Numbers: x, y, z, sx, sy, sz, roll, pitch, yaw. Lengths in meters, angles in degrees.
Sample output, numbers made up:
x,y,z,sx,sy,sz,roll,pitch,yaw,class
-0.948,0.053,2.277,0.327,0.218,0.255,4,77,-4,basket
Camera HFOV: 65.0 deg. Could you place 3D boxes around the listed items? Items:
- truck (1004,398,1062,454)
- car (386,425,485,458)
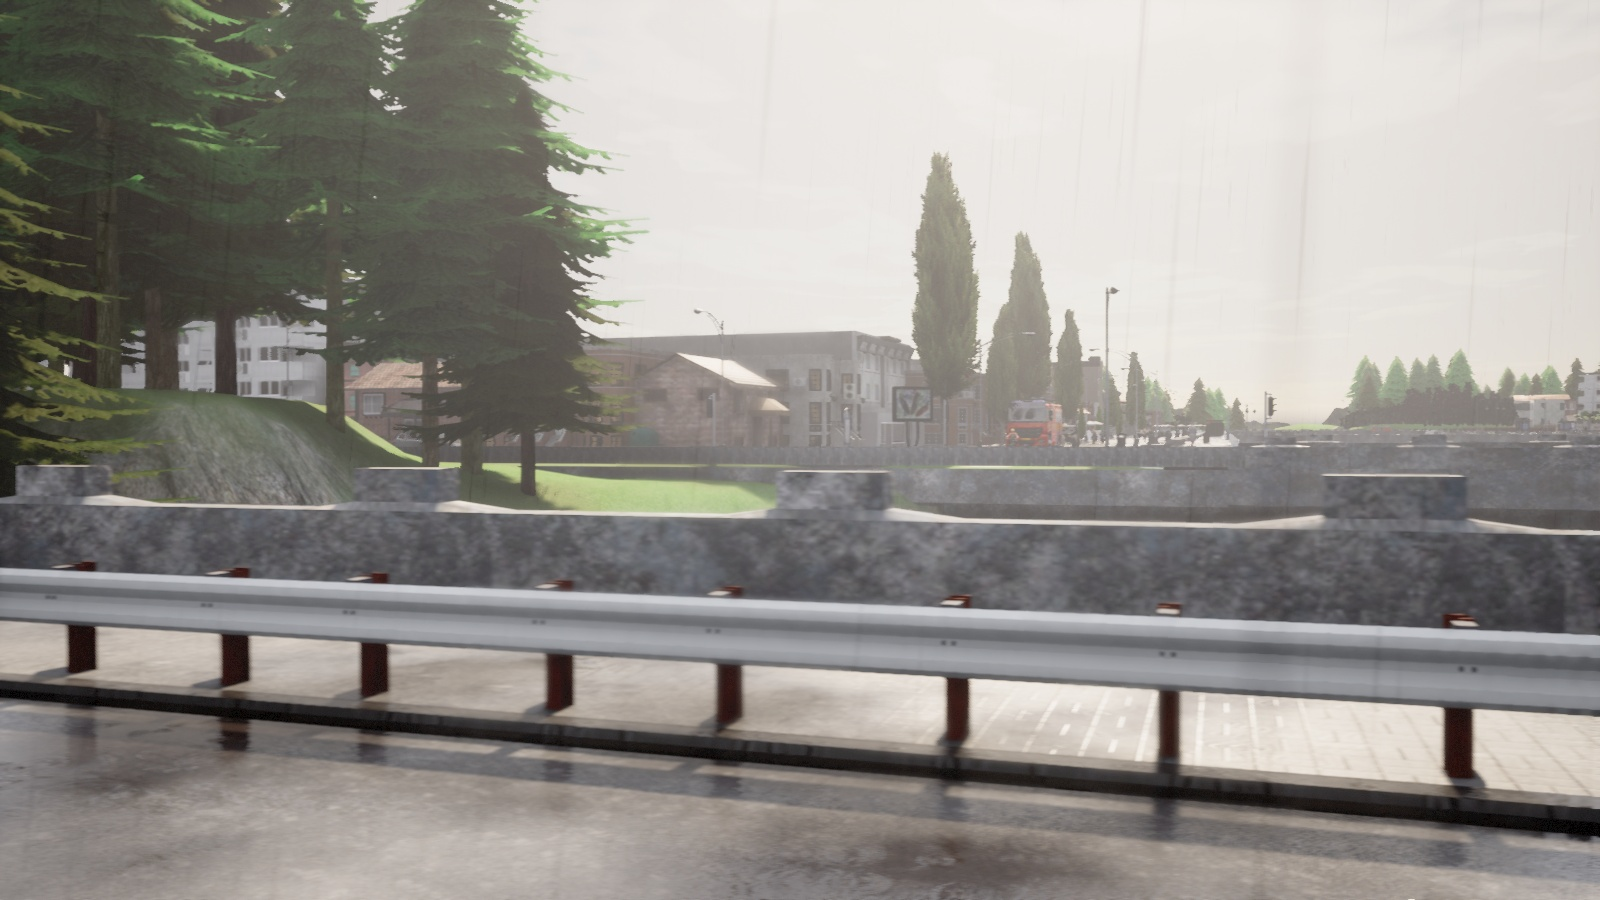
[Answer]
x,y,z,sx,sy,sz,roll,pitch,yaw,class
16.761,-1.715,89.919,2.891,3.827,8.468,1,1,19,truck
-19.369,-0.471,66.744,4.611,1.667,2.242,1,1,19,car
